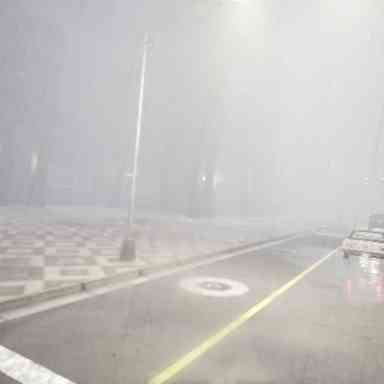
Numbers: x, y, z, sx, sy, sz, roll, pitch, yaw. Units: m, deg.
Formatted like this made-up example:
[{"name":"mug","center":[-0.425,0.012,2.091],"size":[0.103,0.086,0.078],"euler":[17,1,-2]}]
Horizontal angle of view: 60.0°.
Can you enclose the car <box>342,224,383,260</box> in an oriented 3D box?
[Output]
[{"name":"car","center":[8.425,2.479,15.837],"size":[1.895,1.301,4.718],"euler":[4,-1,31]}]

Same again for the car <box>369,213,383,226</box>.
[{"name":"car","center":[21.352,3.416,37.747],"size":[2.150,2.045,5.566],"euler":[4,-1,31]}]
